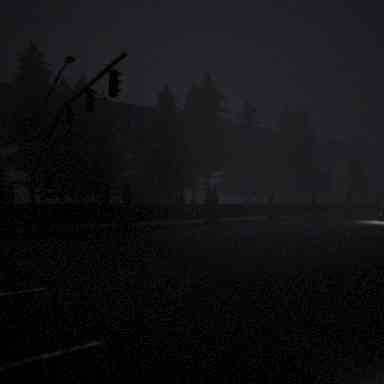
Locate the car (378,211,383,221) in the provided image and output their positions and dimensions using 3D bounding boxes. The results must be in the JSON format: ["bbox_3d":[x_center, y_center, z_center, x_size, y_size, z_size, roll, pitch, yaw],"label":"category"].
[{"bbox_3d":[19.263,1.949,30.605,5.357,1.411,2.033,1,-1,-36],"label":"car"}]
